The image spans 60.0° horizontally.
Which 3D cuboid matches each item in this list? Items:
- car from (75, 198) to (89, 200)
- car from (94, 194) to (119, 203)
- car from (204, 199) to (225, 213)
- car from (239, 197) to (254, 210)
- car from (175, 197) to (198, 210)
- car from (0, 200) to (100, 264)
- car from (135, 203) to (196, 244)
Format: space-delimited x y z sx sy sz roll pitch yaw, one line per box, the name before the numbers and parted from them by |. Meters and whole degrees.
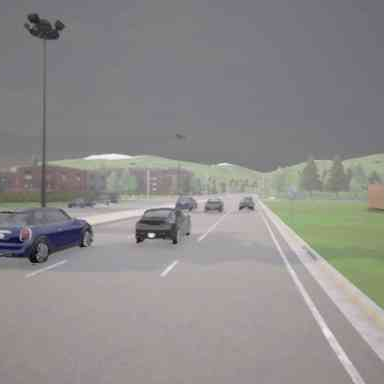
car | -15.038 1.483 44.937 1.994 1.385 4.181 0 0 10
car | -11.487 0.905 44.875 2.097 1.767 4.553 0 0 10
car | 2.565 1.494 37.648 2.128 1.511 4.902 0 0 10
car | 6.997 1.623 42.607 1.895 1.301 4.718 0 0 10
car | -0.636 1.339 39.639 2.097 1.767 4.553 0 0 10
car | -5.393 1.324 11.995 2.097 1.767 4.553 0 0 8
car | -1.245 1.495 15.858 1.837 1.490 4.892 0 0 9
